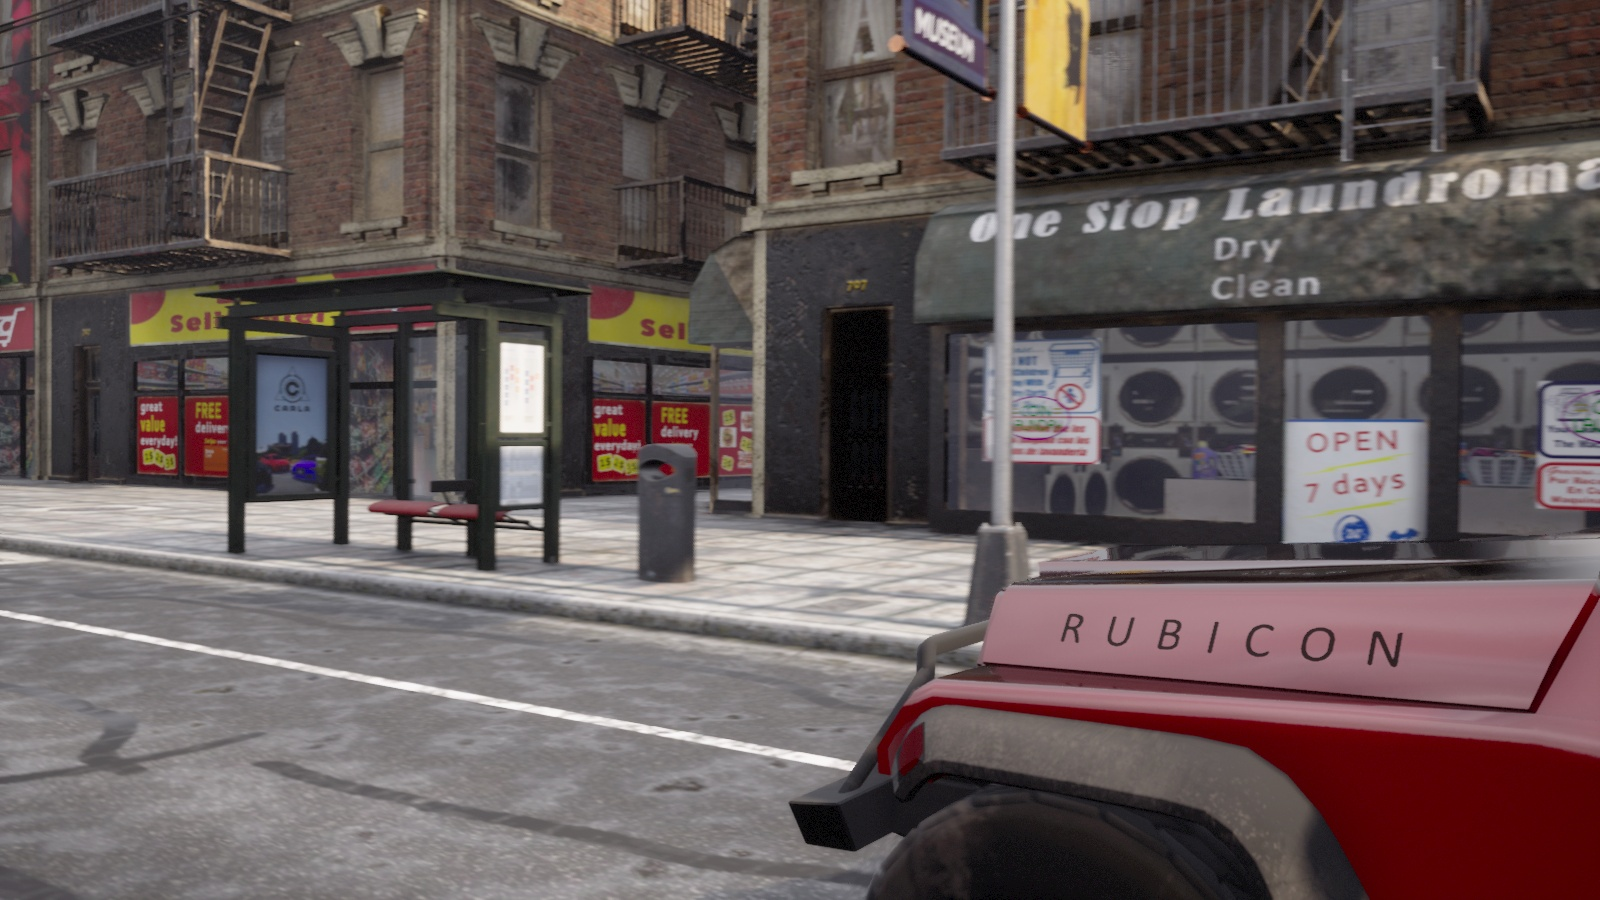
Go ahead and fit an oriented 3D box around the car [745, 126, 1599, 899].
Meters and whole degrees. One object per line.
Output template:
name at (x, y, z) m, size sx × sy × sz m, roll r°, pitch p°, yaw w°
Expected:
car at (2.034, 0.478, 2.267) m, size 3.866 × 1.878 × 1.905 m, roll 0°, pitch 1°, yaw 34°
